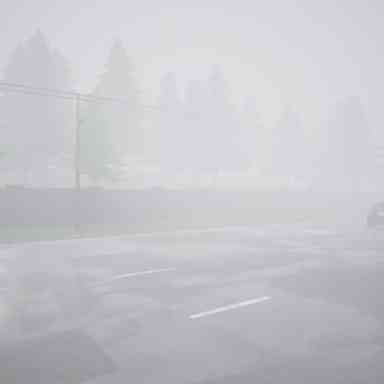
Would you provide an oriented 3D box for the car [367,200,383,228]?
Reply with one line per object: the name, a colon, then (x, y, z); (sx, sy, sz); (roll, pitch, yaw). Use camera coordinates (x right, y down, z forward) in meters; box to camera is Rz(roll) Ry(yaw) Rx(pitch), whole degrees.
car: (13.601, 1.492, 22.014); (4.553, 1.767, 2.097); (1, 0, -35)
